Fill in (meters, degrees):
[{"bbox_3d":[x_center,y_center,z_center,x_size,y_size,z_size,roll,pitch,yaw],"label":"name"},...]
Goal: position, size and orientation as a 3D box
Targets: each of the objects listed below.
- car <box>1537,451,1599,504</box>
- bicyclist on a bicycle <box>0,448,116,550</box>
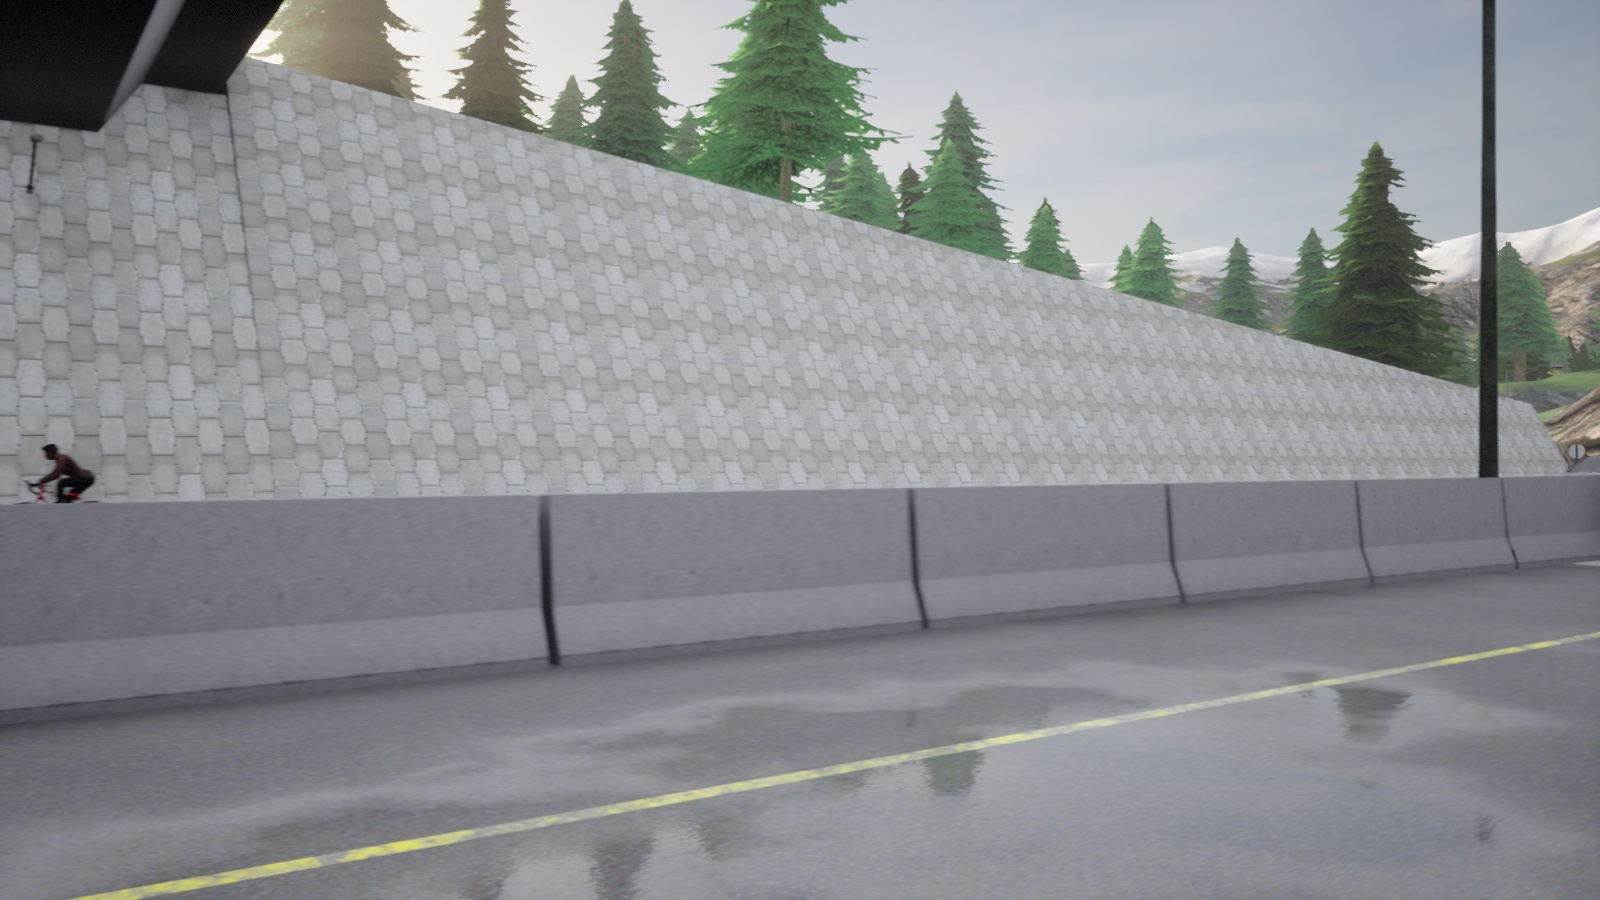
[{"bbox_3d":[24.448,0.785,37.732,4.792,1.488,2.163,0,0,-35],"label":"car"},{"bbox_3d":[-12.259,0.774,20.712,1.656,1.620,0.582,0,0,-35],"label":"bicyclist on a bicycle"}]
